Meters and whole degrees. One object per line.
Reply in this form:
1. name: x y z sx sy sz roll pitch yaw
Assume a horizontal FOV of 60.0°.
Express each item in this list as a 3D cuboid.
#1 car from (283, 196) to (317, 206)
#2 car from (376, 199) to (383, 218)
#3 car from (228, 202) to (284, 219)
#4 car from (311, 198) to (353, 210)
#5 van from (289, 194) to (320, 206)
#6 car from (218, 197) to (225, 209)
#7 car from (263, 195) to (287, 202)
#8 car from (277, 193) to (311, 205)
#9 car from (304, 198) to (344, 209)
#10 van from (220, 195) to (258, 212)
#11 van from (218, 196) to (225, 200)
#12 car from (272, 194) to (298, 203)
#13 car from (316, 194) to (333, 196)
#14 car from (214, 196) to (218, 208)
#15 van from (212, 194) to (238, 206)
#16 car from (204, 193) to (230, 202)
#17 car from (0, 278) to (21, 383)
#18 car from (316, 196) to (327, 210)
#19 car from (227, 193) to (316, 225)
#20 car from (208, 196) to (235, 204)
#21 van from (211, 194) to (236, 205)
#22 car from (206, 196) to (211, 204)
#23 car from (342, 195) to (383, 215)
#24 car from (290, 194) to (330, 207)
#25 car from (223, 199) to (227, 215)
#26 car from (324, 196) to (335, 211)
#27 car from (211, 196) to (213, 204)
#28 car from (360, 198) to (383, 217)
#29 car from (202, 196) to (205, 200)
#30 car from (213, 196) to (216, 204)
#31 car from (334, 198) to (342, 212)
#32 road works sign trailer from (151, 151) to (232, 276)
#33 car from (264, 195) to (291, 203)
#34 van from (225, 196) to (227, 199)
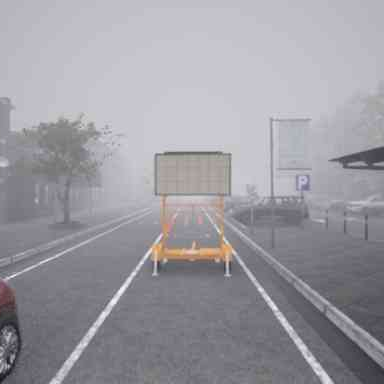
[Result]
1. car: 18.884 1.547 58.520 5.366 1.575 1.946 0 0 0
2. car: 18.782 1.581 27.981 5.008 1.535 2.097 0 0 0
3. car: 5.695 1.624 29.908 4.674 1.452 2.002 0 0 0
4. car: 18.704 1.636 44.634 4.792 1.488 2.163 0 0 0
5. van: 18.822 1.339 55.744 4.442 1.987 1.878 0 0 0
6. car: 5.672 1.597 35.515 5.008 1.535 2.097 0 0 0
7. car: 18.660 1.459 75.175 4.892 1.521 2.231 0 0 0
8. car: 18.719 1.283 61.294 5.566 2.045 2.435 0 0 0
9. car: 18.755 1.629 47.417 4.792 1.488 2.163 0 0 0
10. van: 5.780 1.378 41.124 4.442 1.987 1.878 0 0 0
11. van: 5.554 1.377 38.322 4.442 1.987 1.878 0 0 0
12. car: 18.707 1.378 66.848 4.553 1.767 2.185 0 0 0
13. car: 18.691 1.340 50.191 5.566 2.045 2.435 0 0 0
14. car: 5.685 1.635 43.927 4.792 1.488 2.163 0 0 0
15. van: 5.736 1.326 57.949 4.442 1.987 1.878 0 0 0
16. car: 5.548 1.207 74.768 5.566 2.045 2.435 0 0 0
17. car: -3.252 1.371 2.377 2.097 1.767 4.553 0 0 0
18. car: 18.925 1.602 41.862 5.366 1.575 1.946 0 0 0
19. car: 5.678 1.320 24.302 5.566 2.045 2.435 0 0 0
20. car: 5.599 1.522 63.557 4.892 1.521 2.231 0 0 0
21. van: 5.729 1.311 60.752 4.442 1.987 1.878 0 0 0
22. car: 5.599 1.316 55.145 5.566 2.045 2.435 0 0 0
23. car: 18.734 1.342 33.533 5.566 2.045 2.435 0 0 0
24. car: 18.741 1.329 52.968 5.566 2.045 2.435 0 0 0
25. car: 5.514 1.575 27.104 5.366 1.575 1.946 0 0 0
26. car: 18.743 1.604 39.085 5.008 1.535 2.097 0 0 0
27. car: 5.648 1.593 49.538 4.892 1.521 2.231 0 0 0
28. car: 18.775 1.587 30.756 5.008 1.535 2.097 0 0 0
29. car: 5.555 1.223 71.965 5.566 2.045 2.435 0 0 0
30. car: 5.646 1.640 46.734 4.674 1.452 2.002 0 0 0
31. car: 18.749 1.601 36.307 4.892 1.521 2.231 0 0 0
32. road works sign trailer: 0.034 0.519 10.534 2.380 3.560 2.880 0 0 2
33. car: 18.477 1.470 72.398 5.366 1.575 1.946 0 0 0
34. van: 5.802 1.365 32.712 4.442 1.987 1.878 0 0 0
